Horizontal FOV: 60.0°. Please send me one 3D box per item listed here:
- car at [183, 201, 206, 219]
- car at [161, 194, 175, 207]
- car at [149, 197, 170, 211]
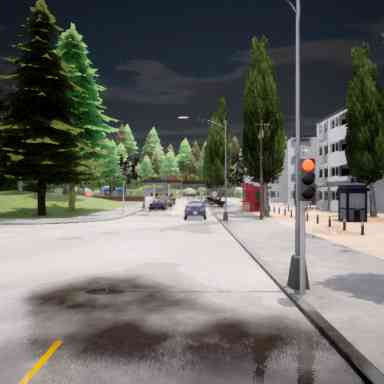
[{"bbox_3d":[0.242,1.526,29.211,1.812,1.442,4.674,0,0,0],"label":"car"},{"bbox_3d":[-4.064,1.352,50.357,2.097,1.767,4.553,0,0,0],"label":"car"},{"bbox_3d":[-4.082,1.601,40.464,1.895,1.301,4.718,0,0,0],"label":"car"}]
